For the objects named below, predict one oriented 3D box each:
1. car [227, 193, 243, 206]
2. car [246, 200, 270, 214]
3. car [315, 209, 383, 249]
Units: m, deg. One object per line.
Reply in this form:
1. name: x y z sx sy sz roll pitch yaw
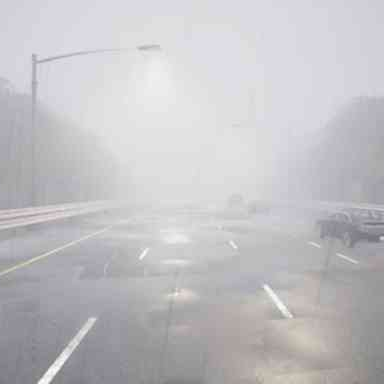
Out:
1. car: 7.017 1.253 54.492 2.150 2.045 5.566 0 0 0
2. car: 7.009 1.571 35.488 1.994 1.385 4.181 0 0 0
3. car: 7.005 1.492 14.577 2.128 1.511 4.902 0 0 0
